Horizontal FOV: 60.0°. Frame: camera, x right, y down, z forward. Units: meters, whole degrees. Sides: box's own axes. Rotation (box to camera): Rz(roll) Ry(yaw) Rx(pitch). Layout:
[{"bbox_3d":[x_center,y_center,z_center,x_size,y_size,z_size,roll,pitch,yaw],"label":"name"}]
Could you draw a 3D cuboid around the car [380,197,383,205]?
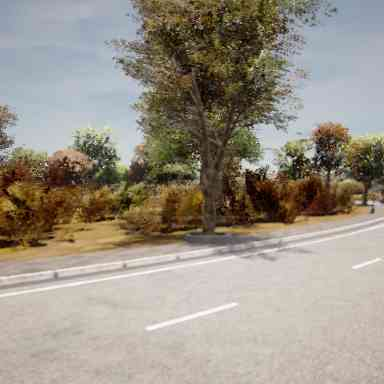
[{"bbox_3d":[37.533,1.785,63.795,1.837,1.490,4.892,0,0,17],"label":"car"}]
